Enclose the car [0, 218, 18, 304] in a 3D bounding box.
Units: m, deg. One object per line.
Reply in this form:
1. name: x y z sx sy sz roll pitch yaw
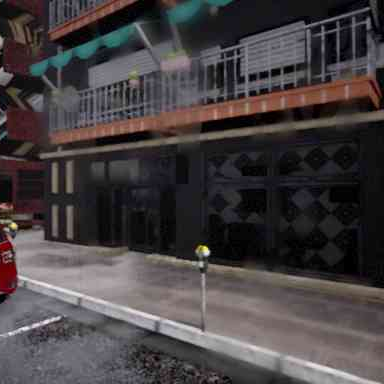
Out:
1. car: -5.443 1.257 6.611 5.009 1.841 2.192 1 0 35
